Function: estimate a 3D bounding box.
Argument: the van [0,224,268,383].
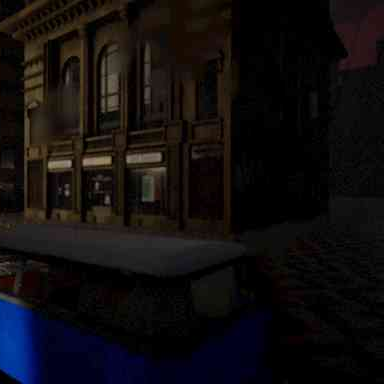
[{"bbox_3d":[-1.163,1.339,3.789,3.998,1.788,1.690,0,0,35],"label":"van"}]
